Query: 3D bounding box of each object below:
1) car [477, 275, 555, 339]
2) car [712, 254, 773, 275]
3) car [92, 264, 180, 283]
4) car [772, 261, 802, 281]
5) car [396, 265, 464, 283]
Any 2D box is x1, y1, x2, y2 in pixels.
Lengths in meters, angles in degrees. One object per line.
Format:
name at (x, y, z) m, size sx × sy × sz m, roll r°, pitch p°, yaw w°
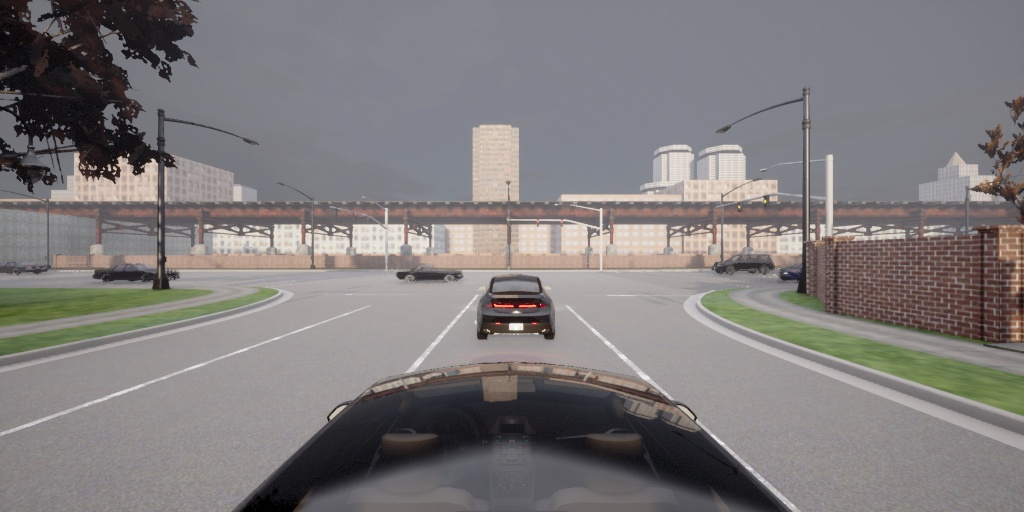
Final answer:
car at (0.093, 1.256, 10.028) m, size 1.837 × 1.490 × 4.892 m, roll 0°, pitch 0°, yaw 0°
car at (23.556, 0.835, 36.631) m, size 5.566 × 2.045 × 2.150 m, roll -1°, pitch 0°, yaw 3°
car at (-28.613, 1.297, 27.356) m, size 5.357 × 1.411 × 2.033 m, roll 0°, pitch 0°, yaw 2°
car at (21.870, 1.196, 25.987) m, size 4.181 × 1.385 × 1.994 m, roll -1°, pitch 0°, yaw 2°
car at (-6.012, 1.343, 26.737) m, size 4.718 × 1.301 × 1.895 m, roll 0°, pitch 0°, yaw 2°
